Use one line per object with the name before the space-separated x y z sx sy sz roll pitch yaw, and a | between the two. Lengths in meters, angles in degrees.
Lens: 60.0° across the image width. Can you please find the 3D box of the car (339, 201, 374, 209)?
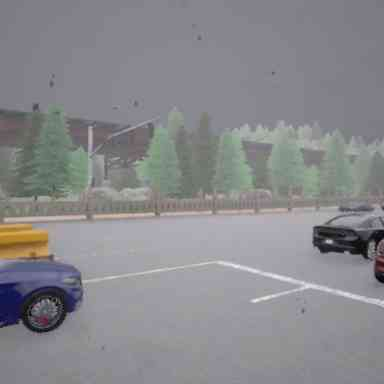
car | 19.604 1.794 39.473 5.357 1.411 2.033 0 0 -35

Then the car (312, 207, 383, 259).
car | 6.712 1.559 12.836 5.008 1.535 1.882 0 0 -35

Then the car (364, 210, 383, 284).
car | 6.684 1.417 8.520 4.553 1.767 2.097 1 0 -35

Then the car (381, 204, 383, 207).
car | 27.809 1.859 45.311 5.357 1.411 2.033 0 0 -35

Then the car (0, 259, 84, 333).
car | -4.107 1.522 5.117 4.674 1.442 1.812 0 0 -35
